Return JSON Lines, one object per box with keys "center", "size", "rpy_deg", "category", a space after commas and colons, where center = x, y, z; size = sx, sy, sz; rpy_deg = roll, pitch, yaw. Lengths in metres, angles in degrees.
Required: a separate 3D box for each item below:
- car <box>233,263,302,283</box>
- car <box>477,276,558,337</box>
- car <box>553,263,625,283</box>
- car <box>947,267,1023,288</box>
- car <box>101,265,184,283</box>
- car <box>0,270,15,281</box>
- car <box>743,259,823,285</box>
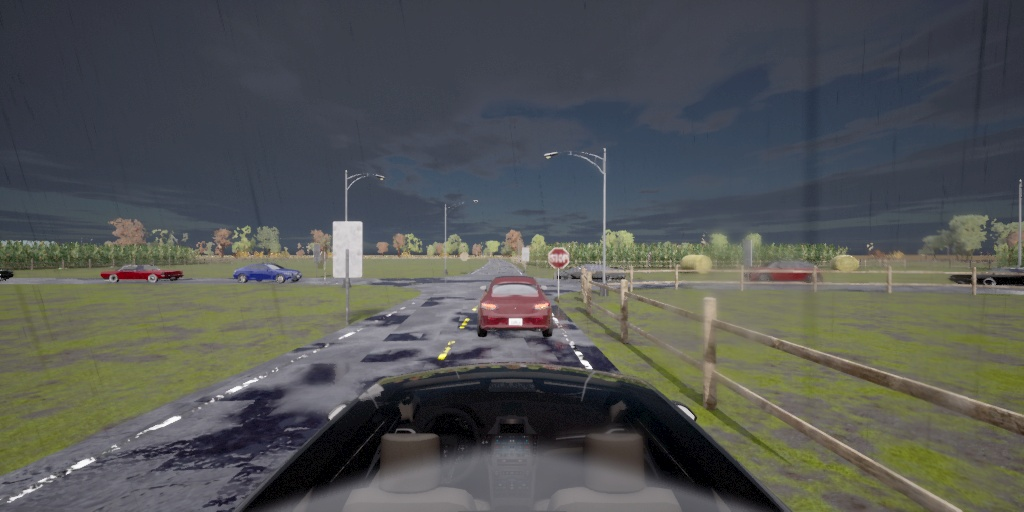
{"center": [-18.291, 1.263, 26.878], "size": [4.674, 1.442, 1.812], "rpy_deg": [0, 0, 3], "category": "car"}
{"center": [0.058, 1.274, 10.147], "size": [1.812, 1.442, 4.674], "rpy_deg": [0, 0, -1], "category": "car"}
{"center": [5.853, 1.283, 27.577], "size": [5.357, 1.411, 2.033], "rpy_deg": [0, 0, 8], "category": "car"}
{"center": [31.328, 1.366, 22.758], "size": [4.718, 1.301, 1.895], "rpy_deg": [0, 0, 14], "category": "car"}
{"center": [-27.889, 1.335, 27.189], "size": [4.718, 1.301, 1.895], "rpy_deg": [0, 0, 0], "category": "car"}
{"center": [-41.057, 1.331, 27.080], "size": [4.718, 1.301, 1.895], "rpy_deg": [0, 0, -2], "category": "car"}
{"center": [18.955, 1.103, 25.391], "size": [4.553, 1.767, 2.097], "rpy_deg": [0, 0, 11], "category": "car"}
